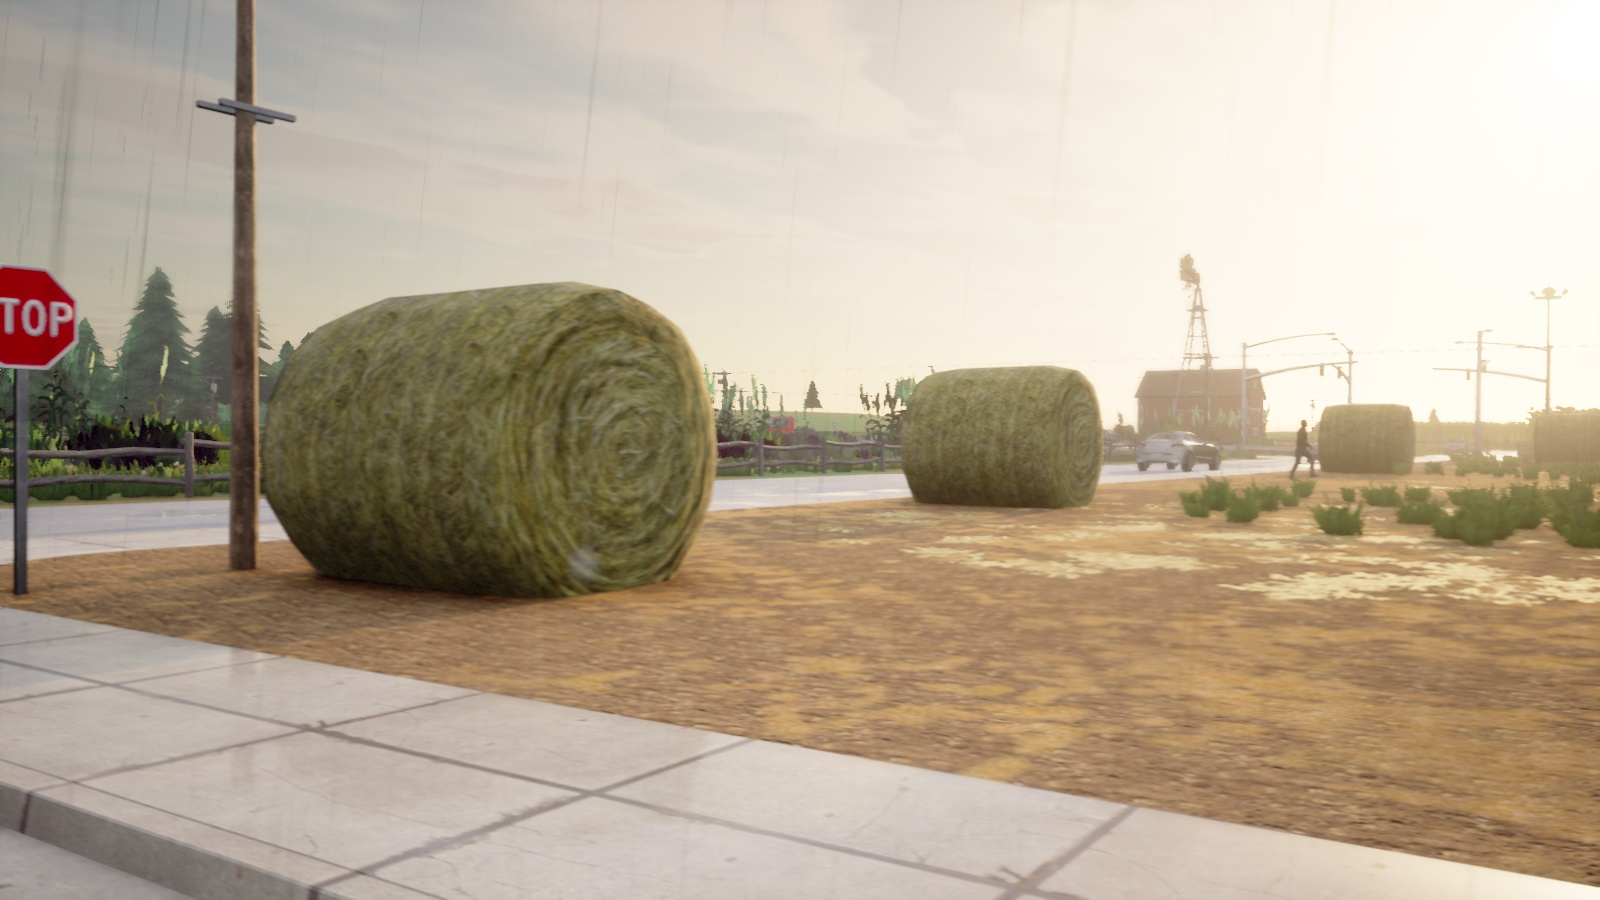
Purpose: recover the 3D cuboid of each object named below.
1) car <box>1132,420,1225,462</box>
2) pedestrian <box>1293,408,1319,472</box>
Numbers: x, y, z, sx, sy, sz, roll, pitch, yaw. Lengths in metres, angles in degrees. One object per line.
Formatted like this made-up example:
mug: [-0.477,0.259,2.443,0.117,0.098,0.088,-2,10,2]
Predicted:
car: [15.718,-0.382,51.967,2.152,1.651,5.027,0,1,36]
pedestrian: [14.670,-0.283,36.416,0.353,1.847,0.614,-1,1,-44]
